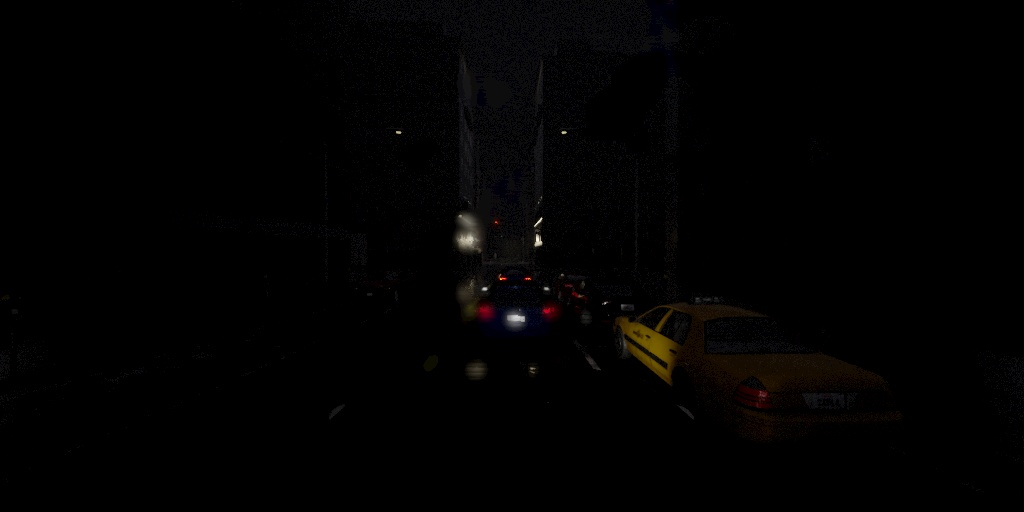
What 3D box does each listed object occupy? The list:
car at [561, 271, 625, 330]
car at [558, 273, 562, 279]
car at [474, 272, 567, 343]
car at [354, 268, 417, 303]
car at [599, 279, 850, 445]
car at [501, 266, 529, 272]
[{"bbox_3d":[2.875,1.313,10.965,1.948,1.339,4.313,0,0,0],"label":"car"},{"bbox_3d":[2.876,1.327,16.551,1.802,1.307,4.207,0,0,0],"label":"car"},{"bbox_3d":[0.101,1.312,9.649,1.994,1.385,4.181,0,0,0],"label":"car"},{"bbox_3d":[-5.669,1.290,16.549,1.888,1.381,4.507,0,0,0],"label":"car"},{"bbox_3d":[2.874,1.274,5.549,1.751,1.417,4.829,0,0,0],"label":"car"},{"bbox_3d":[0.104,1.270,19.664,1.812,1.442,4.674,0,0,-2],"label":"car"}]
